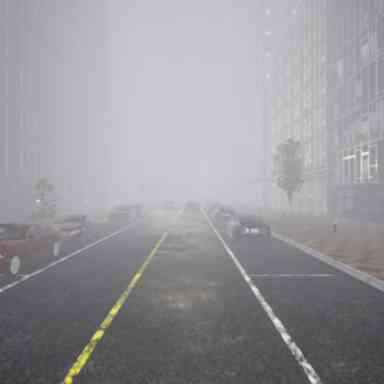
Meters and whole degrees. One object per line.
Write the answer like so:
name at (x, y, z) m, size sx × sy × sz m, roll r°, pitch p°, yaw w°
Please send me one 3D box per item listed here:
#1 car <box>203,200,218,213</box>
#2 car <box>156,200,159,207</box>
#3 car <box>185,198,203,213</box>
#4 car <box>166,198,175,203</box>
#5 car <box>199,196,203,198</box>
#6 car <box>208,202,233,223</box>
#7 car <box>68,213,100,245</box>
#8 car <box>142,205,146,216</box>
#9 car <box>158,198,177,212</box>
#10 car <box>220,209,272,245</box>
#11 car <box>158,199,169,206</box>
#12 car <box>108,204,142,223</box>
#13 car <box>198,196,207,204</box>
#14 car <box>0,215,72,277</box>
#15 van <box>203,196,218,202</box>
car at (2.664, 1.906, 39.082) m, size 1.947 × 1.339 × 4.313 m, roll 0°, pitch 0°, yaw 0°
car at (-5.734, 2.045, 61.685) m, size 1.752 × 1.417 × 4.829 m, roll 0°, pitch 0°, yaw 0°
car at (0.070, 1.838, 41.622) m, size 1.882 × 1.535 × 5.008 m, roll 0°, pitch -1°, yaw 0°
car at (-5.756, 2.285, 90.317) m, size 2.008 × 1.369 × 4.403 m, roll 0°, pitch 0°, yaw 0°
car at (2.639, 1.922, 73.237) m, size 2.192 × 1.841 × 5.009 m, roll 0°, pitch 0°, yaw 0°
car at (2.672, 1.810, 27.699) m, size 1.947 × 1.339 × 4.313 m, roll 0°, pitch 0°, yaw 0°
car at (-5.700, 1.729, 16.316) m, size 1.802 × 1.307 × 4.206 m, roll 0°, pitch -1°, yaw 0°
car at (-5.713, 1.859, 33.393) m, size 1.947 × 1.339 × 4.313 m, roll 0°, pitch 0°, yaw 0°
car at (-3.118, 1.896, 45.291) m, size 1.837 × 1.490 × 4.892 m, roll 0°, pitch -1°, yaw 0°
car at (2.681, 1.712, 16.315) m, size 1.947 × 1.339 × 4.313 m, roll 0°, pitch 0°, yaw 0°
car at (-5.739, 2.115, 67.549) m, size 2.008 × 1.369 × 4.403 m, roll 0°, pitch 0°, yaw 0°
car at (-5.708, 1.790, 27.701) m, size 1.887 × 1.381 × 4.507 m, roll 0°, pitch 0°, yaw 0°
car at (2.630, 2.007, 84.622) m, size 2.192 × 1.841 × 5.009 m, roll 0°, pitch 0°, yaw 0°
car at (-5.696, 1.642, 10.623) m, size 1.887 × 1.381 × 4.507 m, roll 0°, pitch -1°, yaw 0°
van at (2.660, 1.727, 44.778) m, size 1.690 × 1.788 × 3.998 m, roll 0°, pitch 0°, yaw 0°
